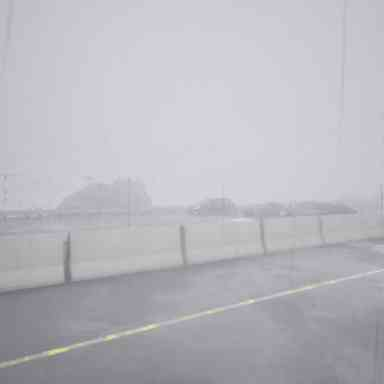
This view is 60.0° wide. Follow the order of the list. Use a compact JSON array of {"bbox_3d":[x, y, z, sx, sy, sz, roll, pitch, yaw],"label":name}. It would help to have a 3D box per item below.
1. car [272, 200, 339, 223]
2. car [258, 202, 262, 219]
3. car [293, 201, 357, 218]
[{"bbox_3d":[8.773,1.459,25.620,4.902,1.511,2.128,0,0,-28],"label":"car"},{"bbox_3d":[6.412,1.523,28.318,4.181,1.385,1.994,0,0,-28],"label":"car"},{"bbox_3d":[8.595,1.465,21.535,4.902,1.511,2.128,0,0,-29],"label":"car"}]
